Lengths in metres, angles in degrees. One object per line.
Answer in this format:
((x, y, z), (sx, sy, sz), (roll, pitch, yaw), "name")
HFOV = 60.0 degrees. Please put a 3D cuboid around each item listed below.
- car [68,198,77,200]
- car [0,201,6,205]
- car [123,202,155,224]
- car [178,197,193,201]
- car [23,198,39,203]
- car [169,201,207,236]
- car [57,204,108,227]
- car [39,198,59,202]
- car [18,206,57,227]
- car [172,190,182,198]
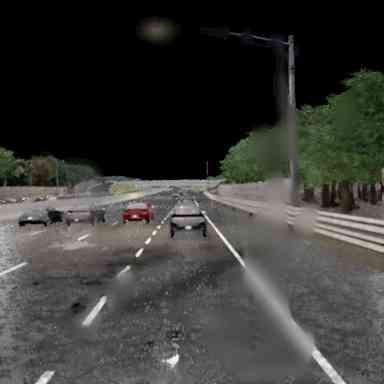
((-21.887, 1.837, 60.711), (1.895, 1.301, 4.718), (-1, 0, 0), "car")
((-32.332, 2.048, 54.029), (1.895, 1.301, 4.718), (-1, 0, 0), "car")
((-3.939, 1.503, 25.116), (1.882, 1.535, 5.008), (-1, 0, -1), "car")
((-0.509, 1.508, 36.673), (1.994, 1.385, 4.181), (-1, 0, -1), "car")
((-28.881, 1.834, 60.454), (1.882, 1.535, 5.008), (-1, 1, 0), "car")
((-0.221, 1.466, 18.152), (2.128, 1.511, 4.902), (-1, 0, -1), "car")
((-7.310, 1.576, 23.415), (2.128, 1.511, 4.902), (-1, 0, -1), "car")
((-25.384, 1.822, 60.563), (1.812, 1.442, 4.674), (-1, 1, 0), "car")
((-10.823, 1.707, 24.249), (1.994, 1.385, 4.181), (-1, 0, -1), "car")
((-4.568, 0.984, 93.345), (1.895, 1.301, 4.718), (-1, 1, 0), "car")
